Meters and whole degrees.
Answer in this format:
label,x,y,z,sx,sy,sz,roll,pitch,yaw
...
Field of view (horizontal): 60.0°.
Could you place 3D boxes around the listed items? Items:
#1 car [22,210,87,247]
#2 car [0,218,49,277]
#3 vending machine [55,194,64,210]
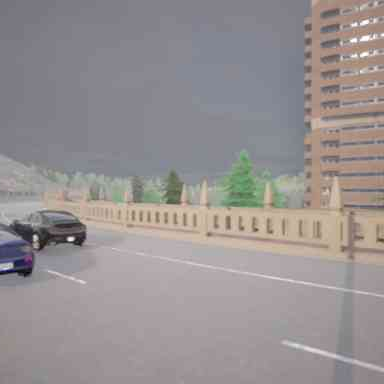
label,x,y,z,sx,sy,sz,roll,pitch,yaw
car,-6.345,1.541,14.399,4.892,1.490,1.837,0,0,45
car,-5.991,1.545,9.224,4.674,1.442,1.812,0,0,42
vending machine,-17.994,1.309,45.294,1.100,2.100,0.880,0,0,-23
